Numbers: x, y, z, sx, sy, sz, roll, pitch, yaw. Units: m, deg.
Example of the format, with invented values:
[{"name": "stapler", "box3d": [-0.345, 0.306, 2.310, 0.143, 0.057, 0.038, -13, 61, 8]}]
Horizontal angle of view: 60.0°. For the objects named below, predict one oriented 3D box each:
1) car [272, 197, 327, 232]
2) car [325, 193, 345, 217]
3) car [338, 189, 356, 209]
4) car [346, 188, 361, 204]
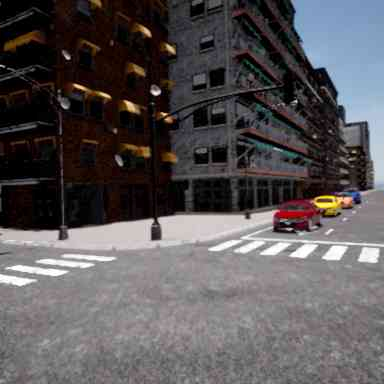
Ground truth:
[{"name": "car", "box3d": [5.983, 1.250, 18.630, 1.882, 1.535, 5.008, -1, 0, 30]}, {"name": "car", "box3d": [10.756, 1.107, 26.753, 1.882, 1.535, 5.008, -1, 0, 30]}, {"name": "car", "box3d": [15.693, 0.834, 35.142, 2.097, 1.767, 4.553, -1, 0, 31]}, {"name": "car", "box3d": [21.082, 0.544, 44.199, 2.150, 2.045, 5.566, -1, 0, 32]}]
